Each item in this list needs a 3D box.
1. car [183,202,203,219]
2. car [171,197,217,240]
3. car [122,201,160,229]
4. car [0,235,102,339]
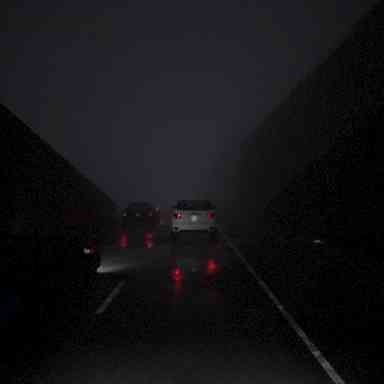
[{"bbox_3d":[0.095,1.701,31.642,1.812,1.442,4.674,0,0,0],"label":"car"},{"bbox_3d":[0.098,1.311,17.584,2.150,2.045,5.566,0,-1,0],"label":"car"},{"bbox_3d":[-3.403,1.479,22.945,2.097,1.767,4.553,0,0,0],"label":"car"},{"bbox_3d":[-3.399,1.585,6.726,2.033,1.411,5.357,0,0,0],"label":"car"}]
